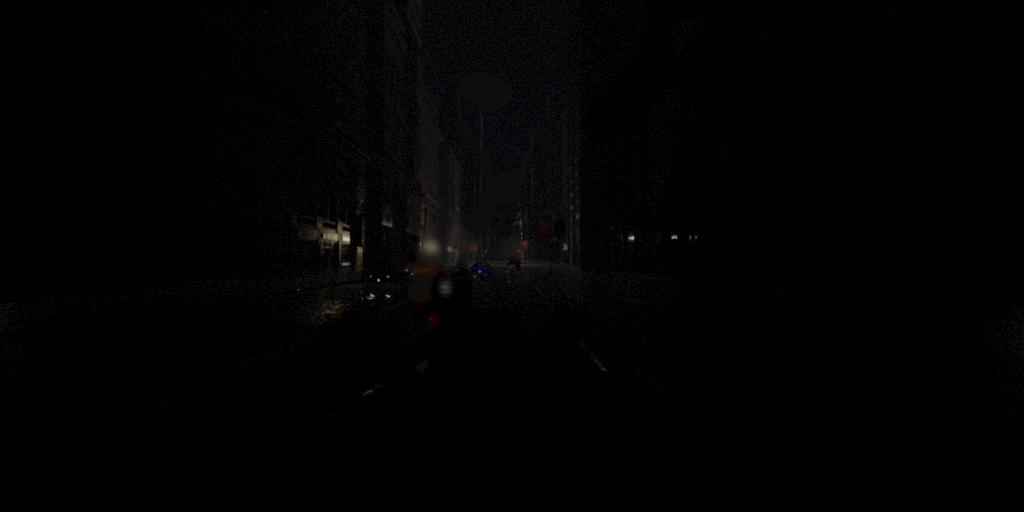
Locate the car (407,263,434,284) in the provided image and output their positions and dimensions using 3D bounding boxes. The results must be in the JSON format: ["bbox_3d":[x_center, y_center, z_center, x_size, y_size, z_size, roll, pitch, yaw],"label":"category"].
[{"bbox_3d":[-6.596,1.345,28.868,1.882,1.535,5.008,0,0,0],"label":"car"}]

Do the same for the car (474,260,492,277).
[{"bbox_3d":[-3.149,1.380,37.606,1.882,1.535,5.008,0,0,0],"label":"car"}]

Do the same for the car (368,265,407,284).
[{"bbox_3d":[-9.845,1.416,29.121,2.033,1.411,5.357,0,0,0],"label":"car"}]

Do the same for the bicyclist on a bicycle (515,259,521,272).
[{"bbox_3d":[0.896,1.319,49.724,0.659,1.776,1.843,0,0,0],"label":"bicyclist on a bicycle"}]

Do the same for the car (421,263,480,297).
[{"bbox_3d":[-3.151,1.319,19.504,2.128,1.511,4.902,0,0,0],"label":"car"}]

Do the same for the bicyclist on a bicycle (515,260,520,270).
[{"bbox_3d":[0.894,1.418,58.729,0.866,1.612,1.509,0,0,0],"label":"bicyclist on a bicycle"}]
